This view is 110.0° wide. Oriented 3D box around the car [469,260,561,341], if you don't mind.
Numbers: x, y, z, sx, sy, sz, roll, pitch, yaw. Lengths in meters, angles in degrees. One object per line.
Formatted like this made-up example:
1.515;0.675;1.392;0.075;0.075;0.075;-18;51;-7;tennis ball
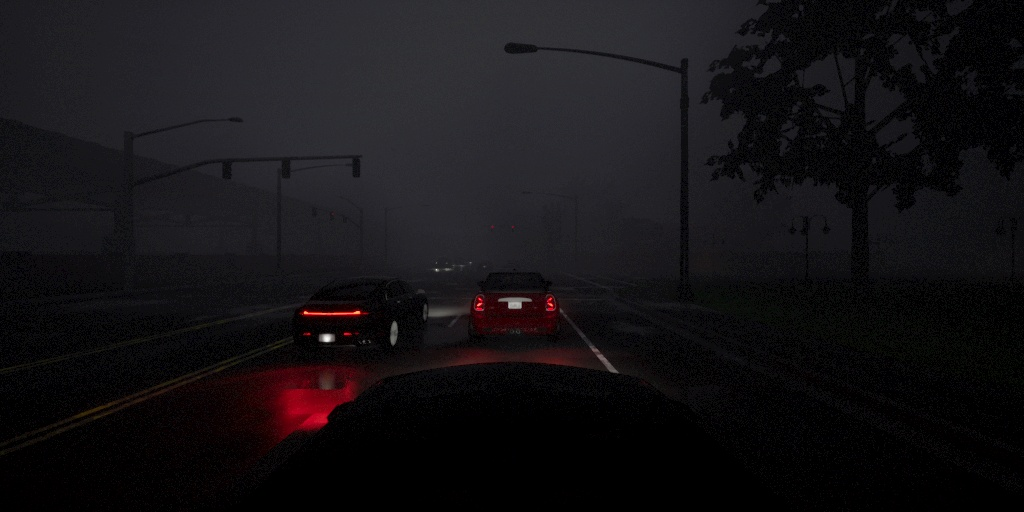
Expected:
0.075;1.101;9.990;2.097;1.767;4.553;0;0;0;car

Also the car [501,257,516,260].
0.079;1.208;42.663;2.128;1.511;4.902;0;0;0;car

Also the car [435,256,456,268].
-10.605;0.982;55.803;2.097;1.767;4.553;0;1;0;car

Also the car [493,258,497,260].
-3.423;1.265;46.865;1.994;1.385;4.181;0;0;0;car

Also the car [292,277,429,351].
-3.421;1.254;8.997;1.837;1.490;4.892;0;0;-1;car
